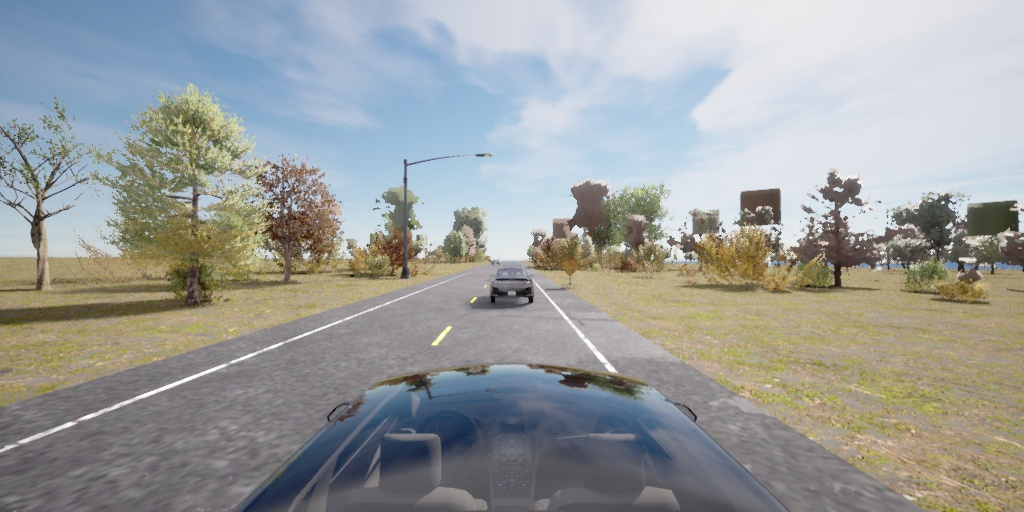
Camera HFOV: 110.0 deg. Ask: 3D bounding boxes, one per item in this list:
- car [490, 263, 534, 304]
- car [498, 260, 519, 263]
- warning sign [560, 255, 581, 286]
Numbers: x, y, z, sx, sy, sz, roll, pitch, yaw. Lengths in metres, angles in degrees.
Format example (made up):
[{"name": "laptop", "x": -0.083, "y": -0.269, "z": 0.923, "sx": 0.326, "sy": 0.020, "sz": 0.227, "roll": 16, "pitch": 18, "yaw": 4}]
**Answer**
[{"name": "car", "x": 0.000, "y": 1.253, "z": 16.502, "sx": 2.128, "sy": 1.511, "sz": 4.902, "roll": 0, "pitch": 0, "yaw": 0}, {"name": "car", "x": 0.000, "y": 1.255, "z": 31.504, "sx": 1.882, "sy": 1.535, "sz": 5.008, "roll": 0, "pitch": 0, "yaw": 0}, {"name": "warning sign", "x": 3.550, "y": 0.876, "z": 21.798, "sx": 1.300, "sy": 1.860, "sz": 1.060, "roll": 0, "pitch": 0, "yaw": 0}]
